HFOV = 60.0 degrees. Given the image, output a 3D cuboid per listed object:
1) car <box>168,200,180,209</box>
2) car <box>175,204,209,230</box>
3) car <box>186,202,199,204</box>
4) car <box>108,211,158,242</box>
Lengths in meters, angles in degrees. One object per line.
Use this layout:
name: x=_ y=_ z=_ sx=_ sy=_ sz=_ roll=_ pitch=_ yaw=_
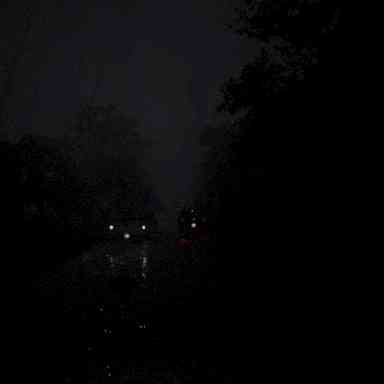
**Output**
car: x=-2.977 y=2.167 z=57.414 sx=2.033 sy=1.411 sz=5.357 roll=0 pitch=-1 yaw=0
car: x=0.089 y=1.677 z=21.810 sx=1.895 sy=1.301 sz=4.718 roll=0 pitch=0 yaw=0
car: x=0.037 y=1.851 z=38.342 sx=1.895 sy=1.301 sz=4.718 roll=0 pitch=-1 yaw=0
car: x=-2.854 y=1.652 z=16.882 sx=1.895 sy=1.301 sz=4.718 roll=0 pitch=0 yaw=0
